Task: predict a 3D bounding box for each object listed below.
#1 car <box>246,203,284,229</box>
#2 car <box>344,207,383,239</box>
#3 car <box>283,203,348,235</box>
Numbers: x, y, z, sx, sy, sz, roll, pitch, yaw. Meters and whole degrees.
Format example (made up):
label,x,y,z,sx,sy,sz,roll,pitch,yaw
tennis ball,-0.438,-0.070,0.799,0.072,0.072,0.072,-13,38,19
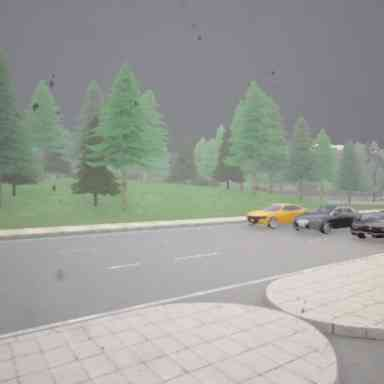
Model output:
label,x,y,z,sx,sy,sz,roll,pitch,yaw
car,5.769,1.491,21.948,5.008,1.535,1.882,0,0,-35
car,10.065,1.568,16.406,5.357,1.411,2.033,0,0,-35
car,7.871,1.510,19.145,4.902,1.511,2.128,0,0,-35
